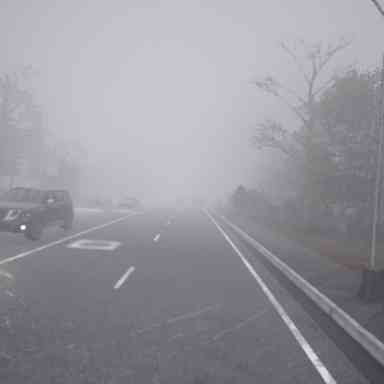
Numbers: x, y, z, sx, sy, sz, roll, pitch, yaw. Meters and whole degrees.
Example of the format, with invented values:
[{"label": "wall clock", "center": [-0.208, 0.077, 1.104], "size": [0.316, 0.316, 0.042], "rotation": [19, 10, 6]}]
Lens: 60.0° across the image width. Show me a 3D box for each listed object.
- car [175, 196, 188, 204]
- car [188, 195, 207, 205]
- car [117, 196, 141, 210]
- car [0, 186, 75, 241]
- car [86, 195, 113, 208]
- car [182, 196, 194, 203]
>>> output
[{"label": "car", "center": [-2.328, 1.731, 69.125], "size": [2.128, 1.511, 4.902], "rotation": [4, 0, 6]}, {"label": "car", "center": [1.146, 1.658, 68.557], "size": [2.150, 2.045, 5.566], "rotation": [4, 0, 6]}, {"label": "car", "center": [-6.886, 1.213, 37.185], "size": [2.033, 1.411, 5.357], "rotation": [4, 0, 0]}, {"label": "car", "center": [-6.939, 0.780, 14.511], "size": [2.150, 2.045, 5.566], "rotation": [4, 0, 0]}, {"label": "car", "center": [-10.375, 1.040, 37.692], "size": [1.895, 1.301, 4.718], "rotation": [4, 0, 0]}, {"label": "car", "center": [-0.976, 1.782, 79.277], "size": [1.882, 1.535, 5.008], "rotation": [4, 0, 10]}]
